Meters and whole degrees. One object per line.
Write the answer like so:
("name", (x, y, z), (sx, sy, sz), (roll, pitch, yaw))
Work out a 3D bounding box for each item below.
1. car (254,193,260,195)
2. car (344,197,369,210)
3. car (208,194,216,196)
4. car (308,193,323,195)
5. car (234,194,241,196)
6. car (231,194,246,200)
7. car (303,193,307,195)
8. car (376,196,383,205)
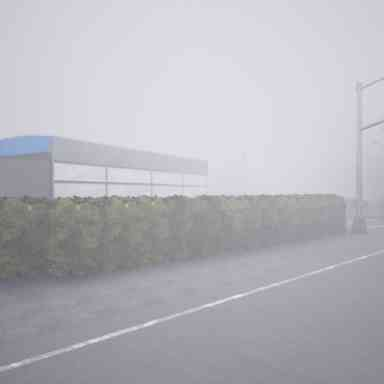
("car", (16.631, 1.154, 82.385), (5.027, 1.636, 2.152), (0, 0, -41))
("car", (19.277, 1.339, 39.577), (4.514, 1.523, 2.007), (0, 0, -41))
("car", (4.481, 1.298, 85.273), (4.514, 1.523, 2.007), (0, 0, -41))
("car", (27.130, 1.097, 70.705), (4.605, 1.855, 1.932), (0, 0, -41))
("car", (8.906, 1.298, 63.555), (4.514, 1.523, 2.007), (0, 0, -41))
("car", (12.221, 1.232, 87.059), (3.806, 1.475, 1.970), (0, 0, -41))
("car", (24.932, 1.077, 72.649), (3.866, 1.878, 1.905), (0, 0, -41))
("car", (31.502, 1.384, 53.928), (3.806, 1.475, 1.970), (0, 0, -41))
